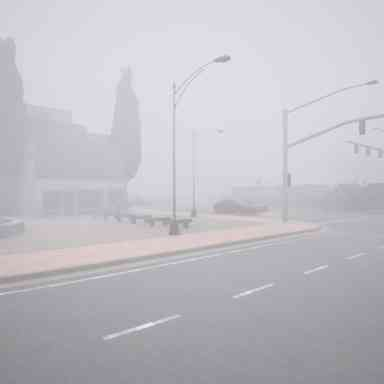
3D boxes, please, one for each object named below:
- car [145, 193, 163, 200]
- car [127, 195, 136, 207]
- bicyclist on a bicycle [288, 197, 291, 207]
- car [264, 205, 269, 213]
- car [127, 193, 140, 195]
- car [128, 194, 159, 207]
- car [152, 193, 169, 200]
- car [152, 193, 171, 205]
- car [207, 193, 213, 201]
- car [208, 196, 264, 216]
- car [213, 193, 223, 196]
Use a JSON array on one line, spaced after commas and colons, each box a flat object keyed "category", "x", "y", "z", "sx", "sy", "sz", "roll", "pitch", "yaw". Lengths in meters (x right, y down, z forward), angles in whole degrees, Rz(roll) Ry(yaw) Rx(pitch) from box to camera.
[{"category": "car", "x": -10.050, "y": 1.153, "z": 88.053, "sx": 4.605, "sy": 1.855, "sz": 1.932, "roll": 0, "pitch": 0, "yaw": -42}, {"category": "car", "x": -10.874, "y": 1.601, "z": 50.607, "sx": 1.895, "sy": 1.301, "sz": 4.718, "roll": 0, "pitch": 0, "yaw": -40}, {"category": "bicyclist on a bicycle", "x": 12.889, "y": 1.261, "z": 44.859, "sx": 1.656, "sy": 1.620, "sz": 0.582, "roll": -7, "pitch": 4, "yaw": -40}, {"category": "car", "x": 6.180, "y": 1.562, "z": 35.866, "sx": 1.994, "sy": 1.385, "sz": 4.181, "roll": 0, "pitch": 0, "yaw": -40}, {"category": "car", "x": -10.415, "y": 1.492, "z": 61.109, "sx": 2.128, "sy": 1.511, "sz": 4.902, "roll": 0, "pitch": 0, "yaw": -40}, {"category": "car", "x": -7.896, "y": 1.491, "z": 52.505, "sx": 2.128, "sy": 1.511, "sz": 4.902, "roll": 0, "pitch": 0, "yaw": -40}, {"category": "car", "x": -8.163, "y": 1.156, "z": 85.858, "sx": 3.866, "sy": 1.878, "sz": 1.905, "roll": 0, "pitch": 0, "yaw": -42}, {"category": "car", "x": -5.945, "y": 1.477, "z": 61.224, "sx": 1.882, "sy": 1.535, "sz": 5.008, "roll": 0, "pitch": 0, "yaw": -40}, {"category": "car", "x": 4.935, "y": 1.156, "z": 71.245, "sx": 3.866, "sy": 1.878, "sz": 1.905, "roll": 0, "pitch": 0, "yaw": -42}, {"category": "car", "x": 4.251, "y": 1.477, "z": 32.729, "sx": 1.882, "sy": 1.535, "sz": 5.008, "roll": 0, "pitch": 0, "yaw": -40}, {"category": "car", "x": 6.855, "y": 1.395, "z": 69.078, "sx": 3.806, "sy": 1.475, "sz": 1.970, "roll": 0, "pitch": 0, "yaw": -42}]
